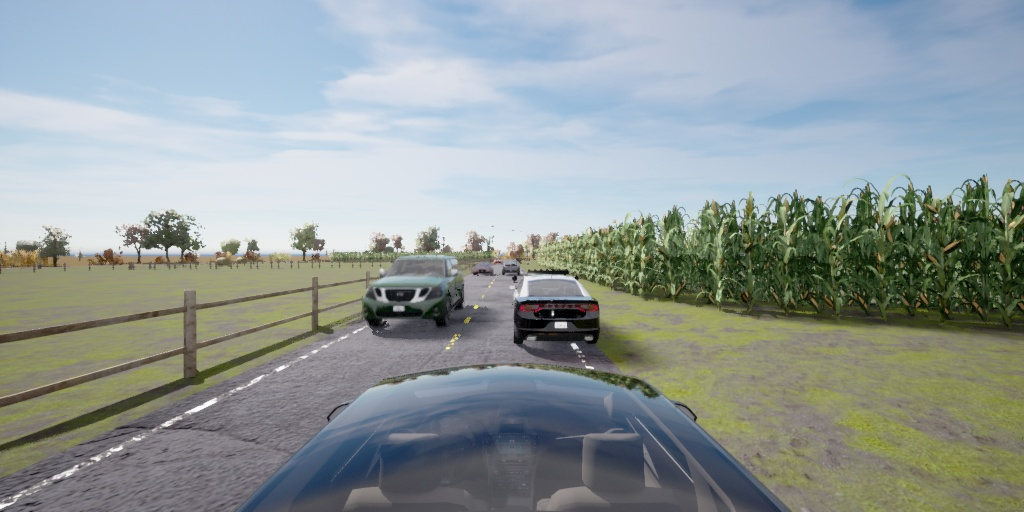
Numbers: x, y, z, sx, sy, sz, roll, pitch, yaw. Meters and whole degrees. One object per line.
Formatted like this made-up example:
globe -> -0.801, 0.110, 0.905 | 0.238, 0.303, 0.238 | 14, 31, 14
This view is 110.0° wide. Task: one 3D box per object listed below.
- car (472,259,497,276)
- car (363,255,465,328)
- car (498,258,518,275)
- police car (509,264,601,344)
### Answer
car -> -2.910, 1.313, 37.001 | 1.994, 1.385, 4.181 | 0, 0, 0
car -> -2.867, 0.971, 11.788 | 2.150, 2.045, 5.566 | 0, 0, 0
car -> -0.090, 1.241, 38.319 | 2.128, 1.511, 4.902 | 0, 0, 0
police car -> 0.959, 1.175, 9.732 | 1.930, 1.638, 5.238 | 0, 0, 0
